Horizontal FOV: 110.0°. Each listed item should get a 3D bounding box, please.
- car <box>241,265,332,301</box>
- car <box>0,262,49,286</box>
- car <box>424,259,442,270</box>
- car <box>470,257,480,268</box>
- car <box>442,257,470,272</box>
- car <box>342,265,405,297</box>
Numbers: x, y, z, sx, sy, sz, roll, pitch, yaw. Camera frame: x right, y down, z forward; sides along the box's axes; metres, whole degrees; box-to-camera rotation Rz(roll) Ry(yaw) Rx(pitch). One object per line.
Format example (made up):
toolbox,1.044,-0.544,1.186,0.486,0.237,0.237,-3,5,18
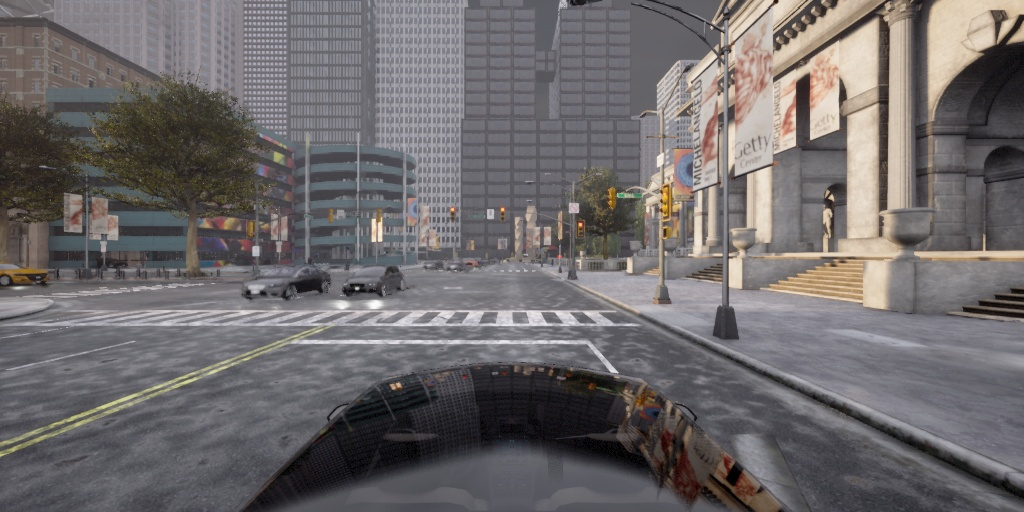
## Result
car,-10.570,1.209,17.220,2.128,1.511,4.902,0,0,0
car,-34.048,1.150,23.824,5.008,1.535,1.882,0,0,-1
car,-10.712,1.177,49.466,2.128,1.511,4.902,0,0,4
car,-6.992,1.032,60.299,2.097,1.767,4.553,0,0,0
car,-7.024,1.187,45.166,2.128,1.511,4.902,0,0,0
car,-7.069,1.226,18.785,1.837,1.490,4.892,0,0,0
